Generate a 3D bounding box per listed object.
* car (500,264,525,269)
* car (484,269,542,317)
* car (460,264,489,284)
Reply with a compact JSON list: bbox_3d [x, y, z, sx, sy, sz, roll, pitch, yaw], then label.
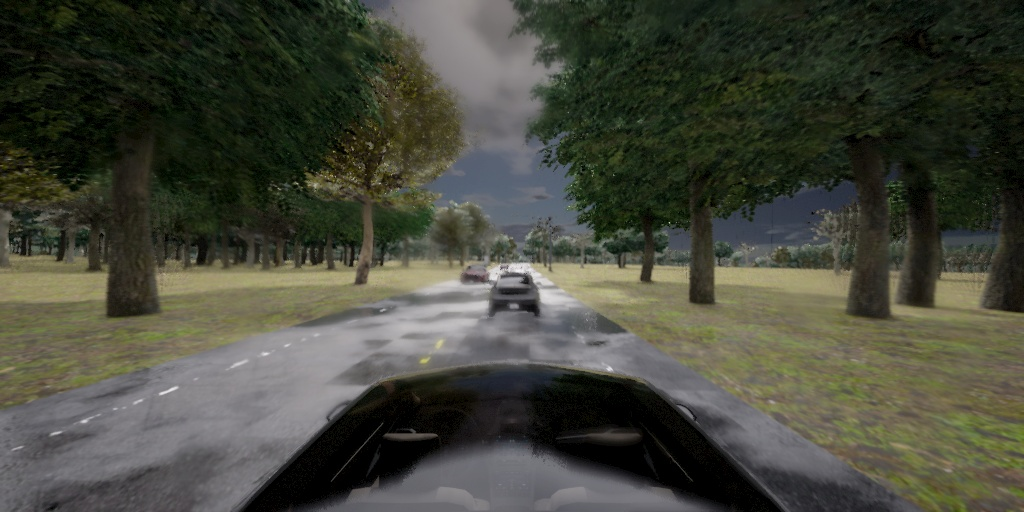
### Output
[{"bbox_3d":[0.397,1.641,29.142,2.128,1.511,4.902,0,-1,2],"label":"car"},{"bbox_3d":[0.134,1.434,14.178,1.837,1.490,4.892,0,0,1],"label":"car"},{"bbox_3d":[-3.200,1.543,31.743,2.097,1.767,4.553,0,-1,3],"label":"car"}]
